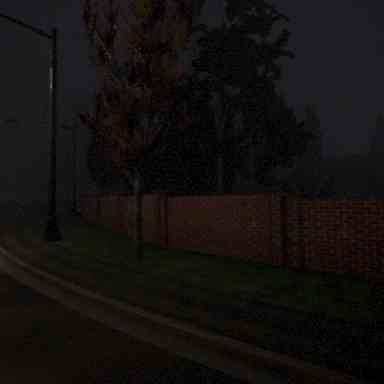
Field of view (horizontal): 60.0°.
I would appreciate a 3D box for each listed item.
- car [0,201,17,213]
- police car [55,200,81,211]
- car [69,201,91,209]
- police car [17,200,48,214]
[{"bbox_3d":[-24.805,2.057,46.645,2.128,1.511,4.902,-1,-1,3],"label":"car"},{"bbox_3d":[-19.925,2.041,52.443,1.930,1.638,5.238,0,-1,4],"label":"police car"},{"bbox_3d":[-19.359,2.229,57.751,1.812,1.442,4.674,-1,-1,8],"label":"car"},{"bbox_3d":[-20.207,1.918,43.375,1.930,1.638,5.238,0,-1,-1],"label":"police car"}]
